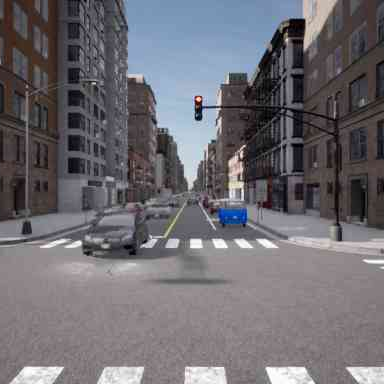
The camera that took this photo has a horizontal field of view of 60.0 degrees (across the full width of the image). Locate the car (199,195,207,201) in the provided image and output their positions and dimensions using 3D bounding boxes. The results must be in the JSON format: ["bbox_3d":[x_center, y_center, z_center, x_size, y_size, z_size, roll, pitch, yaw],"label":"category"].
[{"bbox_3d":[2.734,1.532,84.976,1.947,1.339,4.313,0,0,0],"label":"car"}]

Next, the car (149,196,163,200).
[{"bbox_3d":[-5.336,1.520,45.040,1.752,1.417,4.829,0,0,0],"label":"car"}]

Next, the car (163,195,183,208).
[{"bbox_3d":[-2.772,1.558,47.451,1.994,1.385,4.181,0,0,0],"label":"car"}]

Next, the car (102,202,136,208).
[{"bbox_3d":[-5.362,1.550,22.483,2.008,1.369,4.403,0,0,0],"label":"car"}]

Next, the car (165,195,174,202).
[{"bbox_3d":[-5.297,1.411,79.301,1.967,1.590,4.097,0,0,0],"label":"car"}]

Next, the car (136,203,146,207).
[{"bbox_3d":[-5.356,1.544,28.164,1.887,1.381,4.507,0,0,0],"label":"car"}]

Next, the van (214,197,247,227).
[{"bbox_3d":[2.663,1.340,22.482,1.690,1.788,3.998,0,0,0],"label":"van"}]

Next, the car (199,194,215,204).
[{"bbox_3d":[2.696,1.306,50.889,2.192,1.841,5.009,0,0,0],"label":"car"}]

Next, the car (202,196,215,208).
[{"bbox_3d":[2.689,1.577,45.207,1.802,1.307,4.206,0,0,0],"label":"car"}]

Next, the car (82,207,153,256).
[{"bbox_3d":[-2.833,1.517,13.220,1.812,1.442,4.674,0,0,0],"label":"car"}]

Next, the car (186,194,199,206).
[{"bbox_3d":[0.168,1.479,55.380,2.128,1.511,4.902,0,0,0],"label":"car"}]

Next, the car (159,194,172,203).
[{"bbox_3d":[-5.310,1.294,67.937,2.192,1.841,5.009,0,0,0],"label":"car"}]

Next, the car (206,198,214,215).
[{"bbox_3d":[2.676,1.581,33.844,1.802,1.307,4.206,0,0,0],"label":"car"}]

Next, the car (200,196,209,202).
[{"bbox_3d":[2.721,1.525,73.614,2.008,1.369,4.403,0,0,0],"label":"car"}]

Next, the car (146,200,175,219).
[{"bbox_3d":[-2.817,1.600,28.984,1.895,1.301,4.718,0,0,0],"label":"car"}]
